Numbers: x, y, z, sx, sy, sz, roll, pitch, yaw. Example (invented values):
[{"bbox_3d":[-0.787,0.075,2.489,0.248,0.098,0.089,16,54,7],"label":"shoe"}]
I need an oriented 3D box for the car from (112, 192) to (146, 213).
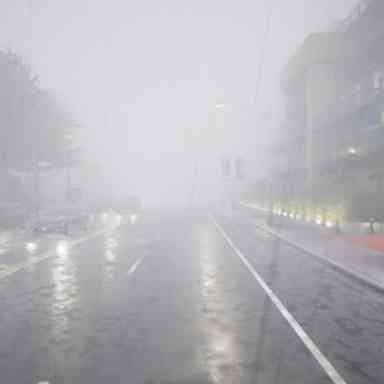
[{"bbox_3d":[-7.074,1.302,37.867,2.150,2.045,5.566,0,0,0],"label":"car"}]

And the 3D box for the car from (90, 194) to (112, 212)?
[{"bbox_3d":[-10.563,1.306,39.769,2.150,2.045,5.566,0,0,0],"label":"car"}]

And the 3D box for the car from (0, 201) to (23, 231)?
[{"bbox_3d":[-10.988,1.389,18.341,2.097,1.767,4.553,0,0,8],"label":"car"}]

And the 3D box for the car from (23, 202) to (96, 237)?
[{"bbox_3d":[-7.095,1.543,18.430,1.837,1.490,4.892,0,0,0],"label":"car"}]
